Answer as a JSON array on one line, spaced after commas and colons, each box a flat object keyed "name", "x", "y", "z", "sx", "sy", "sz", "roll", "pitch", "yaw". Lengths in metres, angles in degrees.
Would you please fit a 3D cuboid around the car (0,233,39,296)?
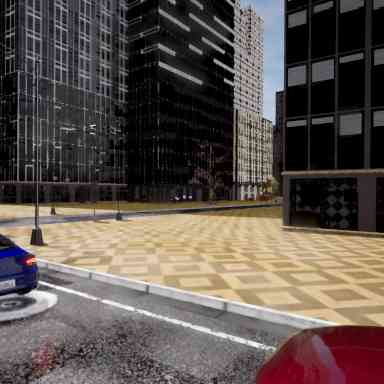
[{"name": "car", "x": -5.236, "y": 1.523, "z": 7.415, "sx": 4.674, "sy": 1.442, "sz": 1.812, "roll": 0, "pitch": 0, "yaw": 36}]

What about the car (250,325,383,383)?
[{"name": "car", "x": 2.367, "y": 1.564, "z": 1.988, "sx": 4.181, "sy": 1.385, "sz": 1.994, "roll": 0, "pitch": 0, "yaw": 35}]
